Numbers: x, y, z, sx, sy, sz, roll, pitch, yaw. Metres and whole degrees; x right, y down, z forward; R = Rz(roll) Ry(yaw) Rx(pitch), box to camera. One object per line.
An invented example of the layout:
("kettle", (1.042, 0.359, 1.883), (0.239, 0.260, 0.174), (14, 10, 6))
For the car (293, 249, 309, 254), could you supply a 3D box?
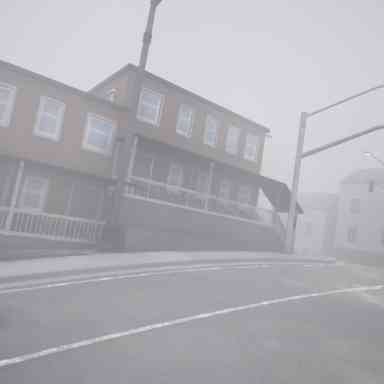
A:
("car", (8.838, 5.850, 30.367), (2.128, 1.511, 4.902), (13, -16, -34))
